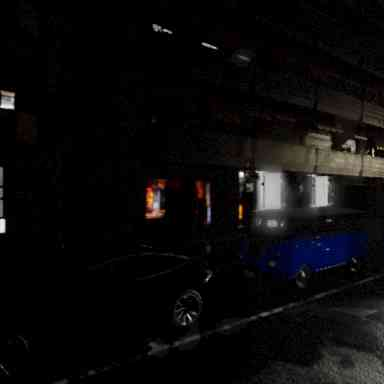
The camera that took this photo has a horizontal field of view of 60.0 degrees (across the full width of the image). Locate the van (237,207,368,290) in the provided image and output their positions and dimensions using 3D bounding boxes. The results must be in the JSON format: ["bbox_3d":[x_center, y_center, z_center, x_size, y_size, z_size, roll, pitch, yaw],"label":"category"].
[{"bbox_3d":[3.001,1.328,8.807,3.998,1.788,1.690,-1,1,-36],"label":"van"}]

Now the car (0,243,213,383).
[{"bbox_3d":[-1.585,1.603,5.430,4.313,1.339,1.947,-1,1,-36],"label":"car"}]
